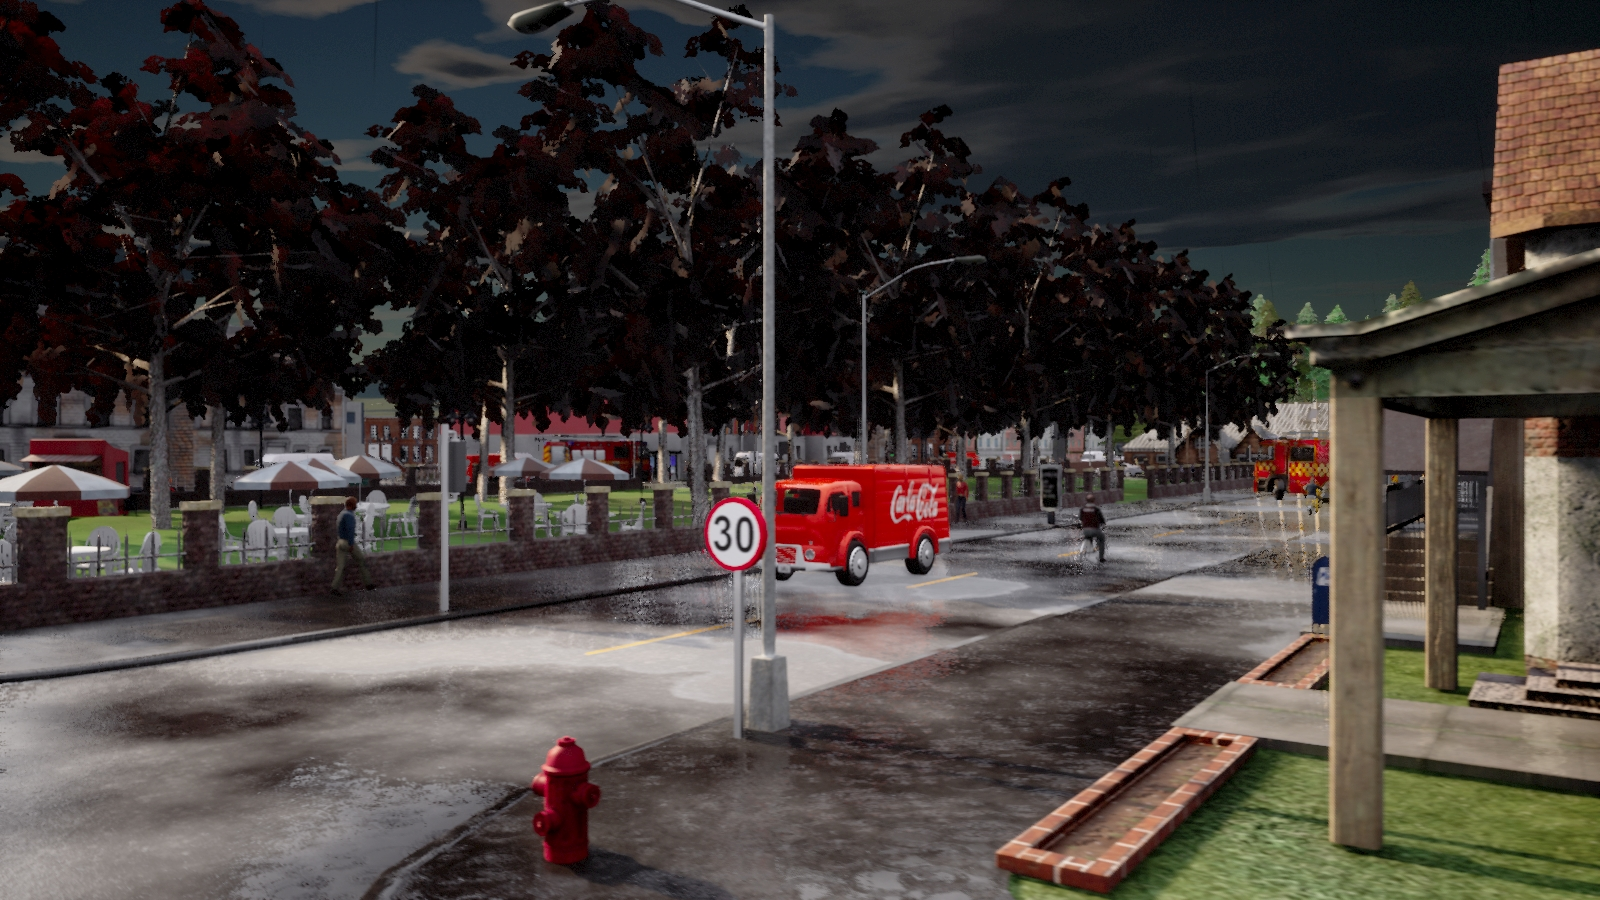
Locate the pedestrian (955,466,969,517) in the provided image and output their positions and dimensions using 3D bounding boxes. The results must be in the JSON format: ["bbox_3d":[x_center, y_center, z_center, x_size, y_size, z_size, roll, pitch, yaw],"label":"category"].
[{"bbox_3d":[5.920,1.509,41.796,0.375,1.860,0.375,0,0,34],"label":"pedestrian"}]

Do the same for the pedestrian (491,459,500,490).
[{"bbox_3d":[-18.306,1.476,68.735,0.375,1.860,0.375,0,0,34],"label":"pedestrian"}]

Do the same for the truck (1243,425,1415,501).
[{"bbox_3d":[28.568,0.661,62.239,2.891,3.827,8.468,0,0,-28],"label":"truck"}]

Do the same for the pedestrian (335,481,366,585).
[{"bbox_3d":[-8.174,1.498,20.767,0.375,1.860,0.375,0,0,36],"label":"pedestrian"}]

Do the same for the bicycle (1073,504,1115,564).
[{"bbox_3d":[6.832,1.931,26.505,0.329,1.271,1.835,0,0,34],"label":"bicycle"}]

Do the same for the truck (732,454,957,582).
[{"bbox_3d":[1.123,1.335,25.166,2.627,2.467,5.204,0,0,34],"label":"truck"}]

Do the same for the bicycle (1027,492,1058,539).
[{"bbox_3d":[7.224,1.924,34.025,0.373,1.296,1.643,0,0,32],"label":"bicycle"}]

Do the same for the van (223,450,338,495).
[{"bbox_3d":[-30.247,1.258,66.749,1.988,2.561,5.915,0,0,34],"label":"van"}]
